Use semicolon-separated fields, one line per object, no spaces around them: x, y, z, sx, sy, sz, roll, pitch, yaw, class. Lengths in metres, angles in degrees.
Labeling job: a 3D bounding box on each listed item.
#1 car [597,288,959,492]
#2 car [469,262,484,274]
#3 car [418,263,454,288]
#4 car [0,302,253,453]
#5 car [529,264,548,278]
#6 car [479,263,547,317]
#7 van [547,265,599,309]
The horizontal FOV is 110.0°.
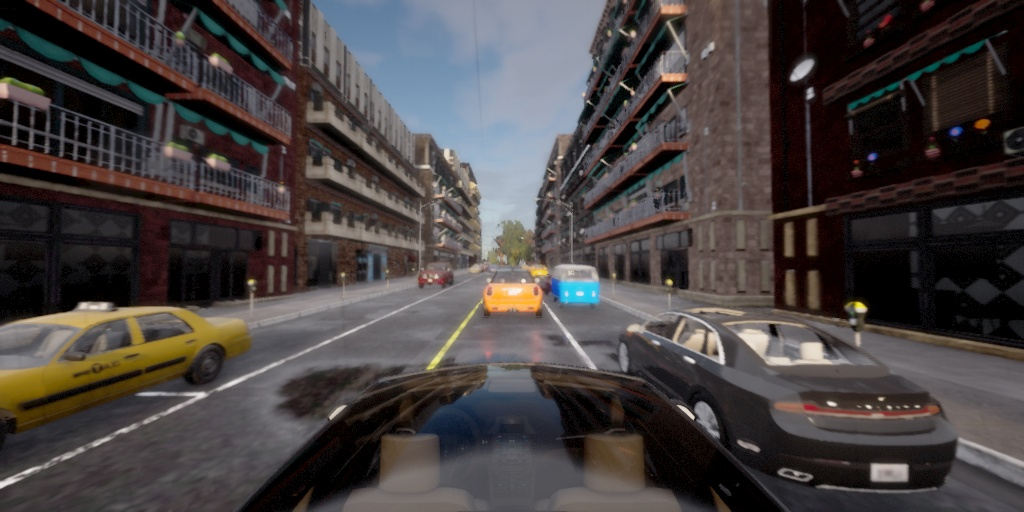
2.691;1.342;4.738;2.007;1.370;4.403;0;0;0;car
-5.687;2.036;55.559;1.751;1.417;4.829;0;0;0;car
-5.688;1.424;27.423;2.192;1.841;5.009;0;0;0;car
-5.690;1.318;4.609;1.751;1.417;4.829;0;0;0;car
3.142;1.806;42.971;1.882;1.535;5.008;0;-1;0;car
0.045;1.273;14.102;2.097;1.767;4.553;0;-1;0;car
2.692;1.290;16.060;1.690;1.789;3.998;0;0;0;van
